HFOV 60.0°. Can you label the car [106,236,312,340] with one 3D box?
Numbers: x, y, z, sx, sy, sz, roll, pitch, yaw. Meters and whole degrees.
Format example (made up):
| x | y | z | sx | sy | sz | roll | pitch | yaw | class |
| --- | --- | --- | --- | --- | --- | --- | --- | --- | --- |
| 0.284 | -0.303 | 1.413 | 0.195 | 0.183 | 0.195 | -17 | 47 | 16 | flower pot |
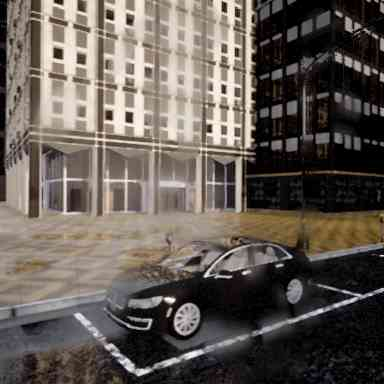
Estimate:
| x | y | z | sx | sy | sz | roll | pitch | yaw | class |
| --- | --- | --- | --- | --- | --- | --- | --- | --- | --- |
| 0.547 | 1.589 | 6.496 | 4.403 | 1.369 | 2.008 | 1 | 0 | -36 | car |
